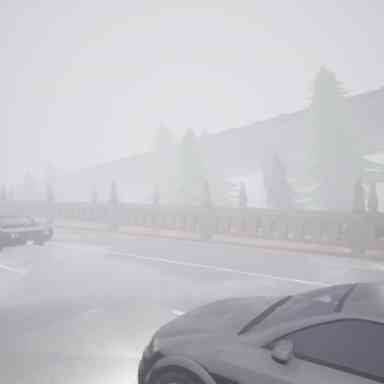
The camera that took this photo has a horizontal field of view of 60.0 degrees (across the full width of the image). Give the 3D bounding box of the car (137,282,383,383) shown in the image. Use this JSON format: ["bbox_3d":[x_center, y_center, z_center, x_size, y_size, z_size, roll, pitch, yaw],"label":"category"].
[{"bbox_3d":[1.496,1.561,2.912,4.181,1.385,1.994,0,0,36],"label":"car"}]

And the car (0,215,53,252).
[{"bbox_3d":[-7.964,1.627,13.953,4.718,1.301,1.895,0,0,36],"label":"car"}]
